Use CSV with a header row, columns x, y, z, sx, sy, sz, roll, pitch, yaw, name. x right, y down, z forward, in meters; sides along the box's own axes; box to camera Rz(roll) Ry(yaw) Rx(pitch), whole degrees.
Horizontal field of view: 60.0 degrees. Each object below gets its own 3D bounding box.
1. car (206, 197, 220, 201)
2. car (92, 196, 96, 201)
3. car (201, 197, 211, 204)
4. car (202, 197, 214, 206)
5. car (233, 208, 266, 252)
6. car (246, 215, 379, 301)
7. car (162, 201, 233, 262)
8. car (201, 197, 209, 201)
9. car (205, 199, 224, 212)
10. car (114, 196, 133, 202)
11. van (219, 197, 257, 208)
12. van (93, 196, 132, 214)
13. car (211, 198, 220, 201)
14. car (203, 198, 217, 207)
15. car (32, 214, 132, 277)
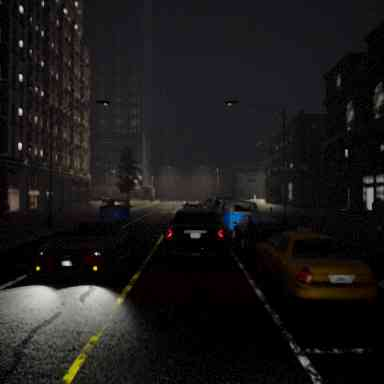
x,y,z,sx,sy,sz,roll,pitch,yaw,name
2.717,1.353,30.072,2.192,1.841,5.009,1,0,0,car
-23.080,1.651,84.605,4.097,1.590,1.967,-1,-1,1,car
2.850,1.653,68.411,1.802,1.307,4.206,1,0,0,car
2.723,1.613,57.459,2.008,1.369,4.403,1,0,0,car
2.707,1.570,13.638,2.008,1.369,4.403,1,0,0,car
2.706,1.537,8.329,1.752,1.417,4.829,1,0,0,car
0.105,1.369,12.356,2.097,1.767,4.553,0,0,0,car
0.112,1.529,30.026,2.128,1.511,4.902,0,0,0,car
2.717,1.615,41.026,1.947,1.339,4.313,1,0,0,car
-17.395,1.738,84.547,4.206,1.307,1.802,-1,-1,1,car
2.713,1.367,19.116,1.690,1.788,3.998,1,0,0,van
-5.665,1.373,24.593,1.690,1.788,3.998,1,0,0,van
2.713,1.472,24.593,1.967,1.590,4.097,1,0,0,car
2.721,1.624,51.981,1.947,1.339,4.313,1,0,0,car
-3.096,1.578,10.192,1.994,1.385,4.181,0,0,0,car
